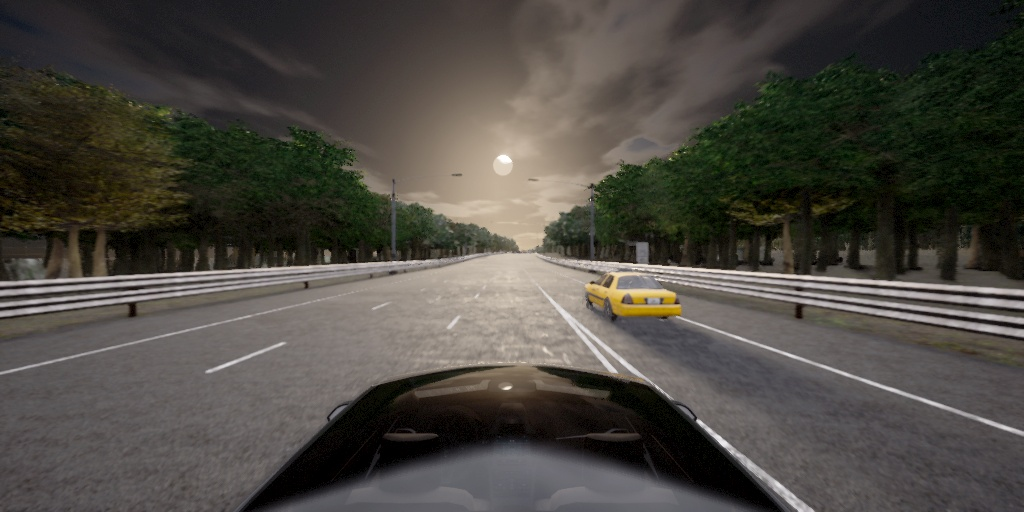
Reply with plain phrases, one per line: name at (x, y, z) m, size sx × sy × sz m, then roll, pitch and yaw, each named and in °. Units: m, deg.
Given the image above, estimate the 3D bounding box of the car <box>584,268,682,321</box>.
car at (3.787, 1.197, 12.308) m, size 1.801 × 1.575 × 5.366 m, roll 0°, pitch 0°, yaw -2°
